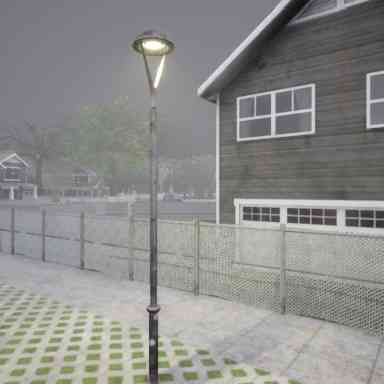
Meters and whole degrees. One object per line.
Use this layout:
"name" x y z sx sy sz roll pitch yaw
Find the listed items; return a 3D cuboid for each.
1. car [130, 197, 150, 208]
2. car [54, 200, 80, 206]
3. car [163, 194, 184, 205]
"car" -7.612 1.591 50.650 1.837 1.490 4.892 0 0 18
"car" -13.359 1.586 34.710 2.128 1.511 4.902 0 0 21
"car" -3.079 1.271 55.468 2.150 2.045 5.566 0 0 17
